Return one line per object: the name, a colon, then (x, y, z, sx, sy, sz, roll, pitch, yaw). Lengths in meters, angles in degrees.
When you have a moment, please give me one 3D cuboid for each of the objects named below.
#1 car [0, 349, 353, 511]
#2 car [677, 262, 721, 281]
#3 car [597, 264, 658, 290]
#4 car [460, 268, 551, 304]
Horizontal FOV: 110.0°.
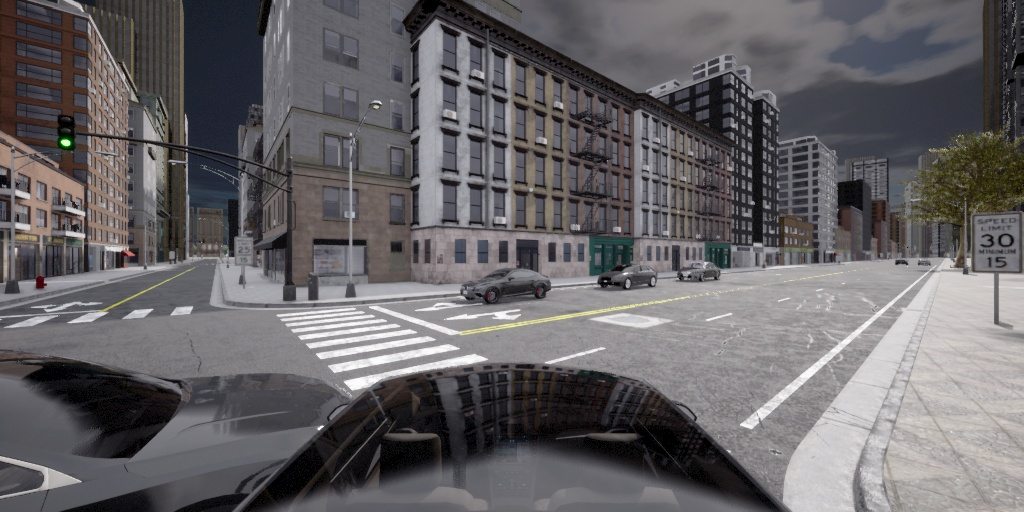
car: (-3.237, 1.257, 1.661, 4.892, 1.490, 1.837, 0, 0, -35)
car: (15.420, 1.234, 29.482, 4.902, 1.511, 2.128, 0, 0, -39)
car: (7.464, 1.257, 22.946, 4.892, 1.490, 1.837, 0, 0, -39)
car: (-0.176, 1.286, 16.658, 4.674, 1.442, 1.812, 0, 0, -39)
